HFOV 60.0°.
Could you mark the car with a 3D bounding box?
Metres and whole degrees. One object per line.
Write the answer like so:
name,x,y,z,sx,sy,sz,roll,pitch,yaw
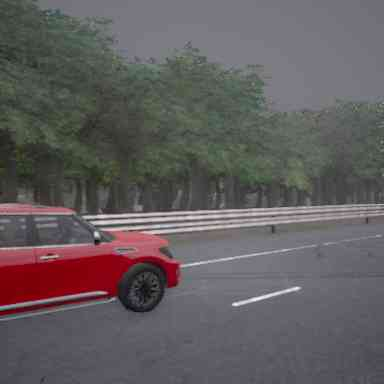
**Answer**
car,-2.904,1.216,5.971,5.566,2.045,2.150,0,0,-35
